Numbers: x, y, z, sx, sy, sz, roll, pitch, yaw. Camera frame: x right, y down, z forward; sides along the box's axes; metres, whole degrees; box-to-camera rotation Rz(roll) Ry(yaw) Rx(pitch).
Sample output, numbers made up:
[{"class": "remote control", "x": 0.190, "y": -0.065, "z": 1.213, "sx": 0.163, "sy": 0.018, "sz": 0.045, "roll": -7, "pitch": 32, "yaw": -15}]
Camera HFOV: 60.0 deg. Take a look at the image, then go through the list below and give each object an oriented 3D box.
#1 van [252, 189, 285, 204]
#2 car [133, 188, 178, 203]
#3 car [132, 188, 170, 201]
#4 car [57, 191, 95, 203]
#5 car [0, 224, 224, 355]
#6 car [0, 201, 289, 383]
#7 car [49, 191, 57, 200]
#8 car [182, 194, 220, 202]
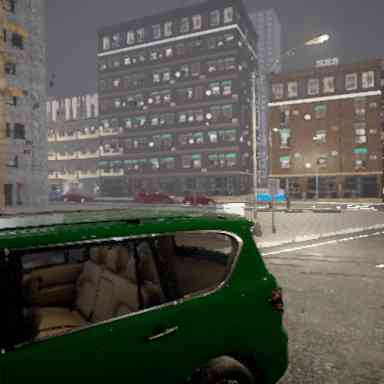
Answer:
[{"class": "van", "x": 9.567, "y": 0.494, "z": 41.384, "sx": 3.998, "sy": 1.788, "sz": 1.690, "roll": 1, "pitch": 0, "yaw": 23}, {"class": "car", "x": -4.178, "y": 0.530, "z": 38.146, "sx": 5.009, "sy": 1.841, "sz": 2.192, "roll": 1, "pitch": 0, "yaw": 23}, {"class": "car", "x": -5.970, "y": 0.328, "z": 48.023, "sx": 5.009, "sy": 1.841, "sz": 2.192, "roll": 1, "pitch": 0, "yaw": 23}, {"class": "car", "x": -14.544, "y": 0.662, "z": 42.575, "sx": 4.507, "sy": 1.381, "sz": 1.887, "roll": 1, "pitch": 0, "yaw": 23}, {"class": "car", "x": -1.606, "y": 1.536, "z": 6.561, "sx": 4.181, "sy": 1.385, "sz": 1.994, "roll": -1, "pitch": 0, "yaw": -36}, {"class": "car", "x": -1.648, "y": 1.224, "z": 2.517, "sx": 5.566, "sy": 2.045, "sz": 2.150, "roll": -1, "pitch": 0, "yaw": -36}, {"class": "car", "x": -19.669, "y": 0.556, "z": 47.640, "sx": 5.357, "sy": 1.411, "sz": 2.033, "roll": 1, "pitch": 1, "yaw": 24}, {"class": "car", "x": 0.999, "y": 0.843, "z": 35.933, "sx": 4.206, "sy": 1.307, "sz": 1.802, "roll": 1, "pitch": 0, "yaw": 23}]
